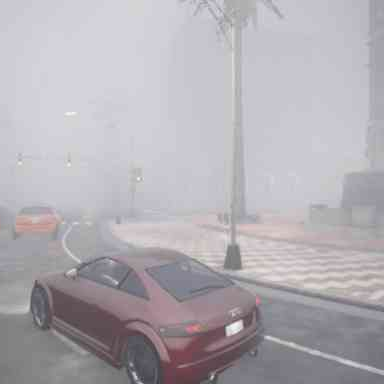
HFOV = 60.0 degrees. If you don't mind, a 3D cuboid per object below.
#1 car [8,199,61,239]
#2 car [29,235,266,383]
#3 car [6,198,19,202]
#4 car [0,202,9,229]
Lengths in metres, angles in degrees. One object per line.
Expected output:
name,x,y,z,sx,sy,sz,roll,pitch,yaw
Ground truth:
car,-8.457,1.480,18.450,2.097,1.767,4.553,0,-1,-19
car,-0.946,1.609,5.365,4.181,1.385,1.994,0,-1,43
car,-38.216,1.979,71.192,2.161,1.482,4.786,0,-1,-17
car,-13.538,1.652,22.877,1.837,1.490,4.892,0,0,-18
